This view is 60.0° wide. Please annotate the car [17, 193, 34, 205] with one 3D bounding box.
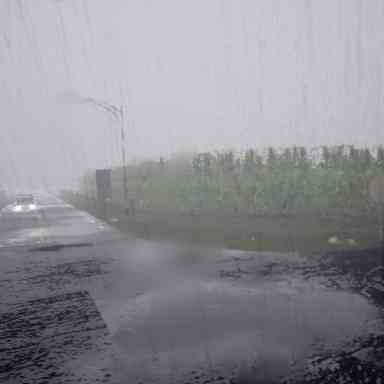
[{"bbox_3d":[-21.139,0.839,42.206,1.895,1.301,4.718,-3,2,-25],"label":"car"}]
